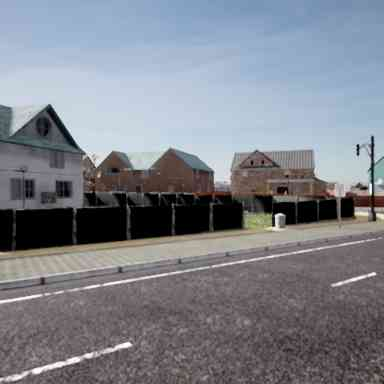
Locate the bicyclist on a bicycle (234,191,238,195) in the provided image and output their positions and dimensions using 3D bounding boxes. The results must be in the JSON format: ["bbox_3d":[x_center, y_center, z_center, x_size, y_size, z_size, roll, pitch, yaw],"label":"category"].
[{"bbox_3d":[5.221,0.759,39.597,0.582,1.620,1.656,1,1,19],"label":"bicyclist on a bicycle"}]
